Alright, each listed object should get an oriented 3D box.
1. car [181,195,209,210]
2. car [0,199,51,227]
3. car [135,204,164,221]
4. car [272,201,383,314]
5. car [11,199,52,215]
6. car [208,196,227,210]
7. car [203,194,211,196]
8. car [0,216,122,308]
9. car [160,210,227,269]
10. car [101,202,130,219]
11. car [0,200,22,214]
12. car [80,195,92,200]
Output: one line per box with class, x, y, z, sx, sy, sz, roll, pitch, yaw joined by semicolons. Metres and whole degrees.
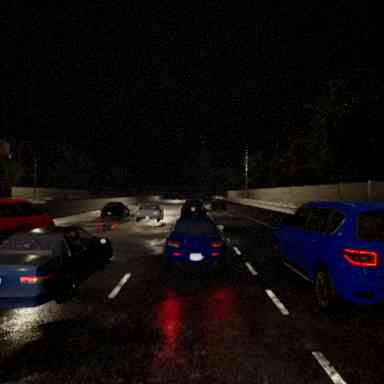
car;0.101;1.435;28.687;2.097;1.767;4.553;0;0;0
car;-6.899;1.254;11.915;2.150;2.045;5.566;0;0;0
car;-3.396;1.680;27.525;1.895;1.301;4.718;0;0;0
car;3.490;1.219;7.771;2.150;2.045;5.566;0;0;0
car;-17.584;1.598;36.747;2.128;1.511;4.902;0;0;0
car;3.505;1.617;44.381;2.128;1.511;4.902;0;0;0
car;3.508;1.484;78.433;2.150;2.045;5.566;0;0;0
car;-3.400;1.570;8.200;2.033;1.411;5.357;0;0;0
car;0.102;1.557;11.105;1.812;1.442;4.674;0;0;0
car;-6.897;1.612;30.043;1.812;1.442;4.674;0;0;0
car;-21.084;1.672;37.114;1.994;1.385;4.181;0;0;0
car;-24.493;1.366;77.265;1.837;1.490;4.892;0;0;0
